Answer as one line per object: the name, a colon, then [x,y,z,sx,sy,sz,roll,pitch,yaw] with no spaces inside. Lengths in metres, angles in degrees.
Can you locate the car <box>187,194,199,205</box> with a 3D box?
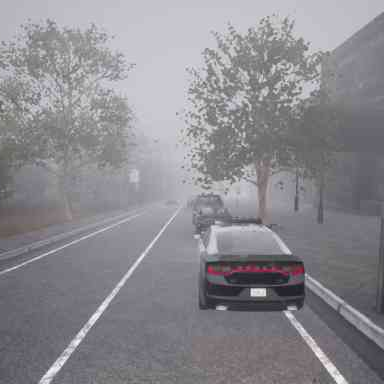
car: [0.189,1.242,58.144,2.097,1.767,4.553,0,0,1]

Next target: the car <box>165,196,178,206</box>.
car: [-3.289,1.405,52.930,1.837,1.490,4.892,0,0,1]

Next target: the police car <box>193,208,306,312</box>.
police car: [1.076,1.410,7.937,1.930,1.638,5.238,0,0,0]

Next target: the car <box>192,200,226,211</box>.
car: [1.106,1.444,17.875,1.882,1.535,5.008,0,0,0]

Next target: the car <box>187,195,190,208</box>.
car: [0.228,1.513,45.892,1.895,1.301,4.718,0,0,0]

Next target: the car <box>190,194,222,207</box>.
car: [1.125,1.178,23.927,2.150,2.045,5.566,0,0,0]
